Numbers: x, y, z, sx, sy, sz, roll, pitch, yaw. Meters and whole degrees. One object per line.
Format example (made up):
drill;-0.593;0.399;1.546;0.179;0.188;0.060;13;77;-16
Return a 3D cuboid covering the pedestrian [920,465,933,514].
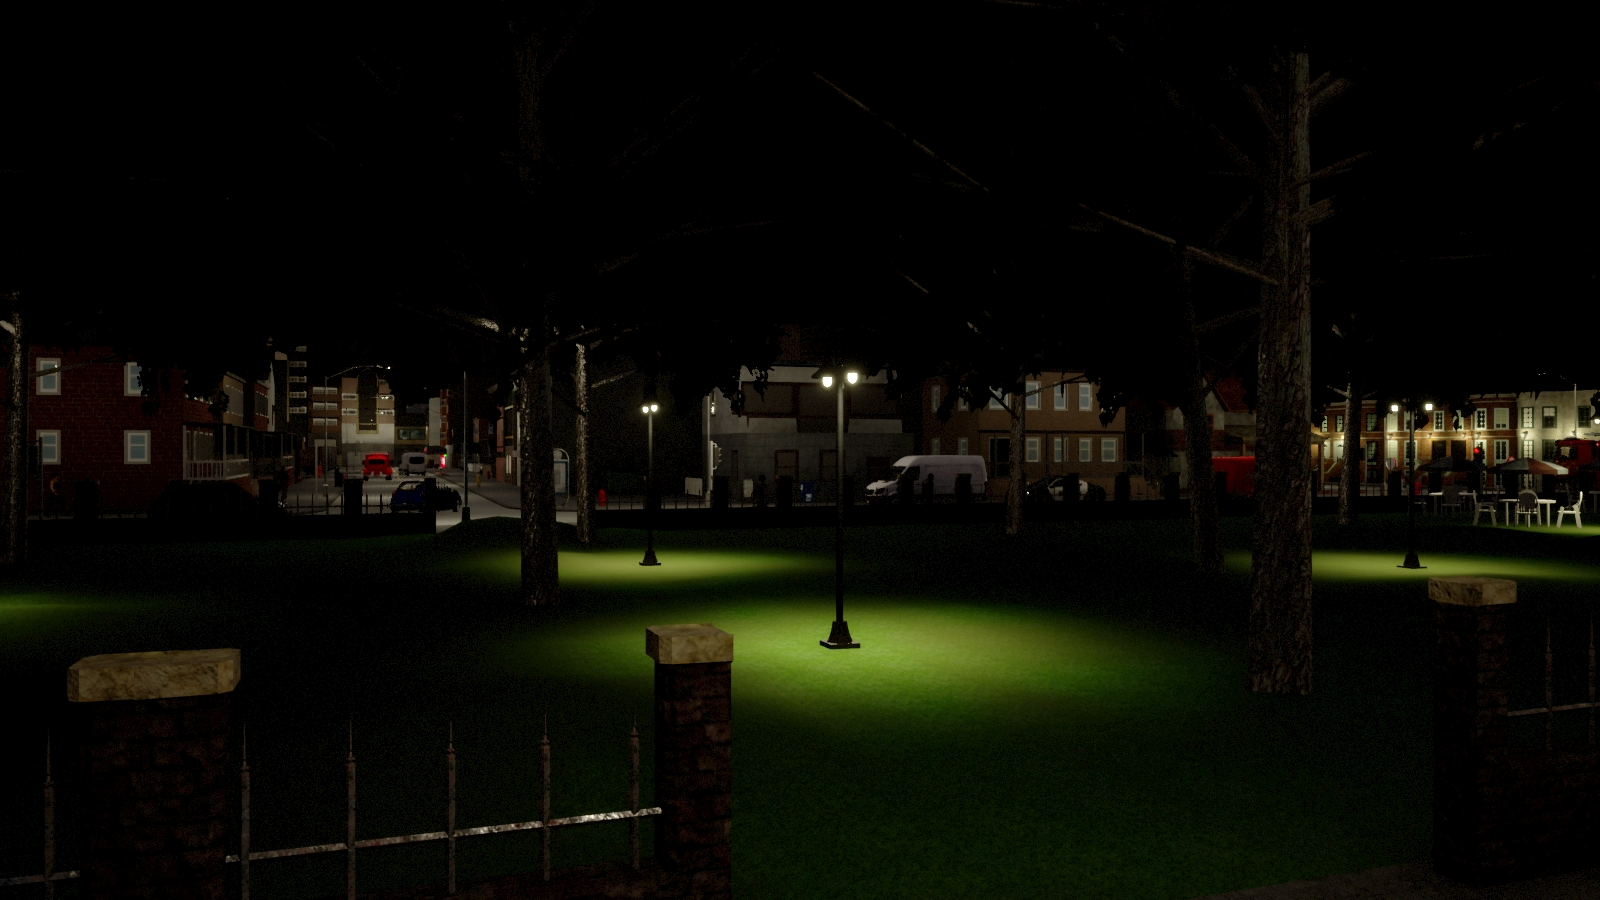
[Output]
pedestrian;4.869;1.525;43.908;0.375;1.860;0.375;0;0;-19

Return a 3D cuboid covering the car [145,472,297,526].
car;-20.329;1.686;40.336;4.553;1.767;2.097;0;0;-20

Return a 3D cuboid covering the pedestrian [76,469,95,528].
pedestrian;-22.564;1.525;36.084;0.375;1.860;0.375;0;0;-10

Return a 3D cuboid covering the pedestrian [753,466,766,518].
pedestrian;-1.467;1.525;41.582;0.375;1.860;0.375;0;0;-20
